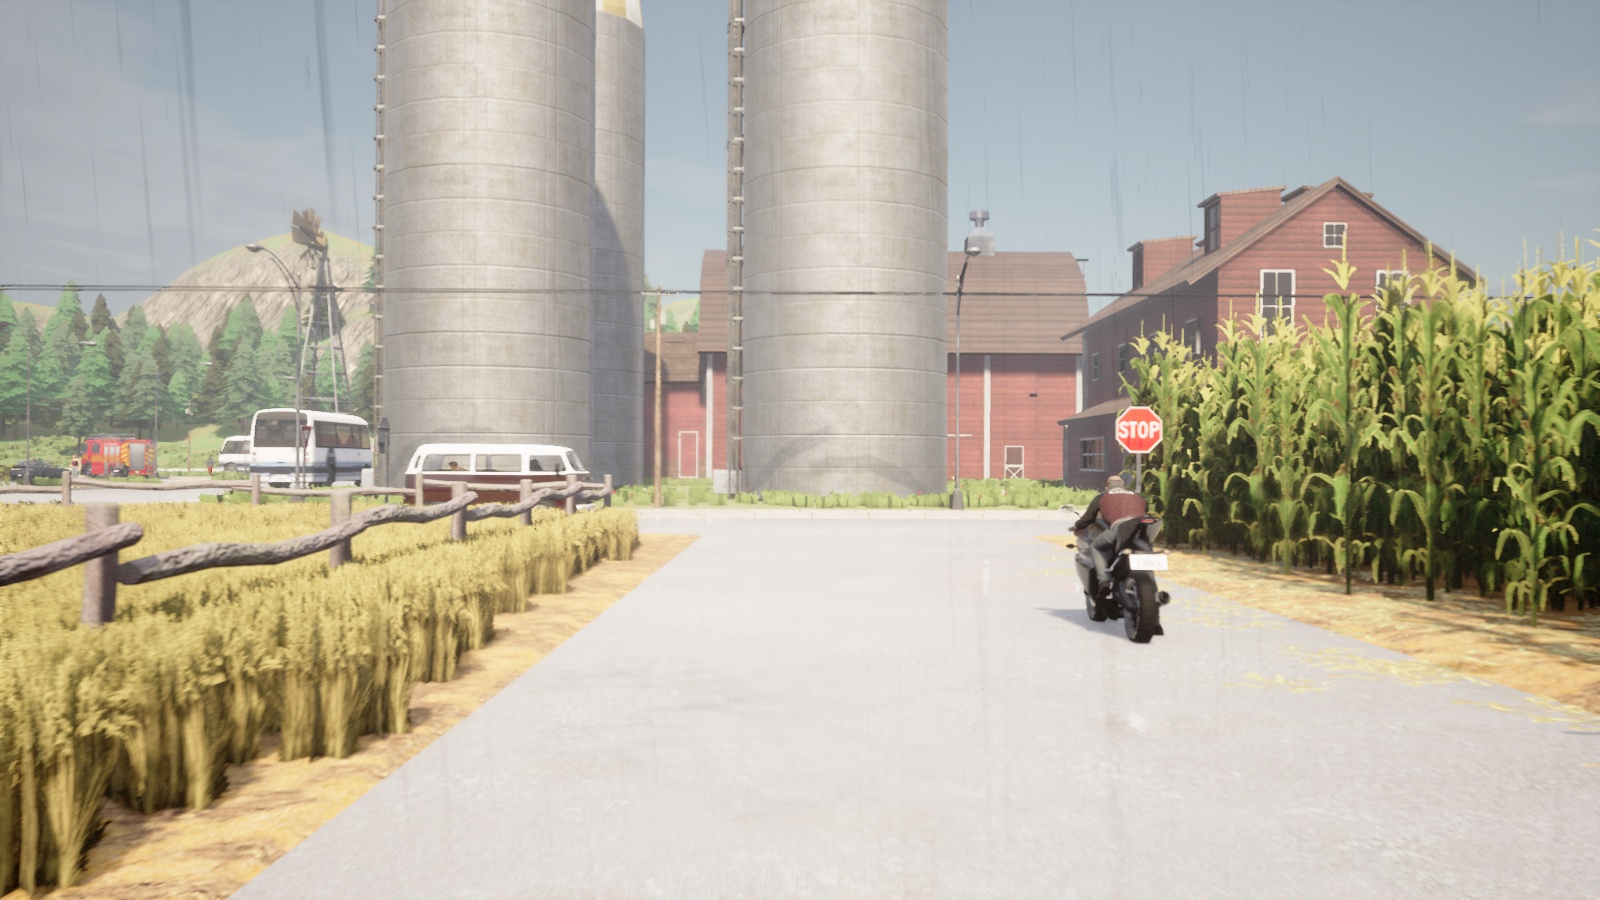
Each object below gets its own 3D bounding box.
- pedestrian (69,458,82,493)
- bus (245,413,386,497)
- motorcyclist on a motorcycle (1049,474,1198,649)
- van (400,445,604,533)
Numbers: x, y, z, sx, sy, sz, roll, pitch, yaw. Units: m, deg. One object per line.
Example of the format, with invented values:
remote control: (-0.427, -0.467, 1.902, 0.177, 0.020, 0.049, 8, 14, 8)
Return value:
pedestrian: (-38.255, 1.343, 66.343, 0.345, 1.836, 0.594, 0, -1, -2)
bus: (-26.429, 0.294, 69.228, 3.944, 4.253, 10.273, 0, -1, -1)
motorcyclist on a motorcycle: (3.070, 1.004, 12.181, 0.866, 1.530, 2.191, 0, -1, 0)
van: (-7.189, 0.927, 30.650, 4.480, 2.038, 2.069, -1, -1, 0)
